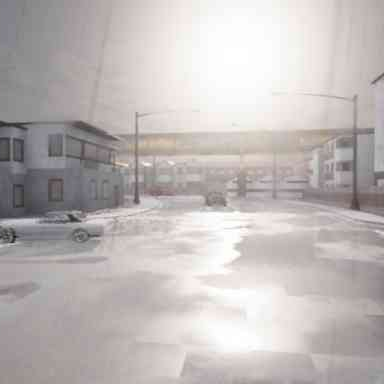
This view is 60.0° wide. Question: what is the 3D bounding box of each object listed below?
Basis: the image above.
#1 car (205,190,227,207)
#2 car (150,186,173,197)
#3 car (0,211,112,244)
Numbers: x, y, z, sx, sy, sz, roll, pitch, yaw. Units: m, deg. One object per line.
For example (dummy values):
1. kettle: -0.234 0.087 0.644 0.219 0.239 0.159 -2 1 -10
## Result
1. car: 2.575 0.644 36.868 2.097 1.767 4.553 0 2 -2
2. car: -5.684 -0.105 60.522 2.150 2.045 5.566 1 0 -35
3. car: -6.049 1.518 14.604 4.718 1.301 1.895 0 1 -4
